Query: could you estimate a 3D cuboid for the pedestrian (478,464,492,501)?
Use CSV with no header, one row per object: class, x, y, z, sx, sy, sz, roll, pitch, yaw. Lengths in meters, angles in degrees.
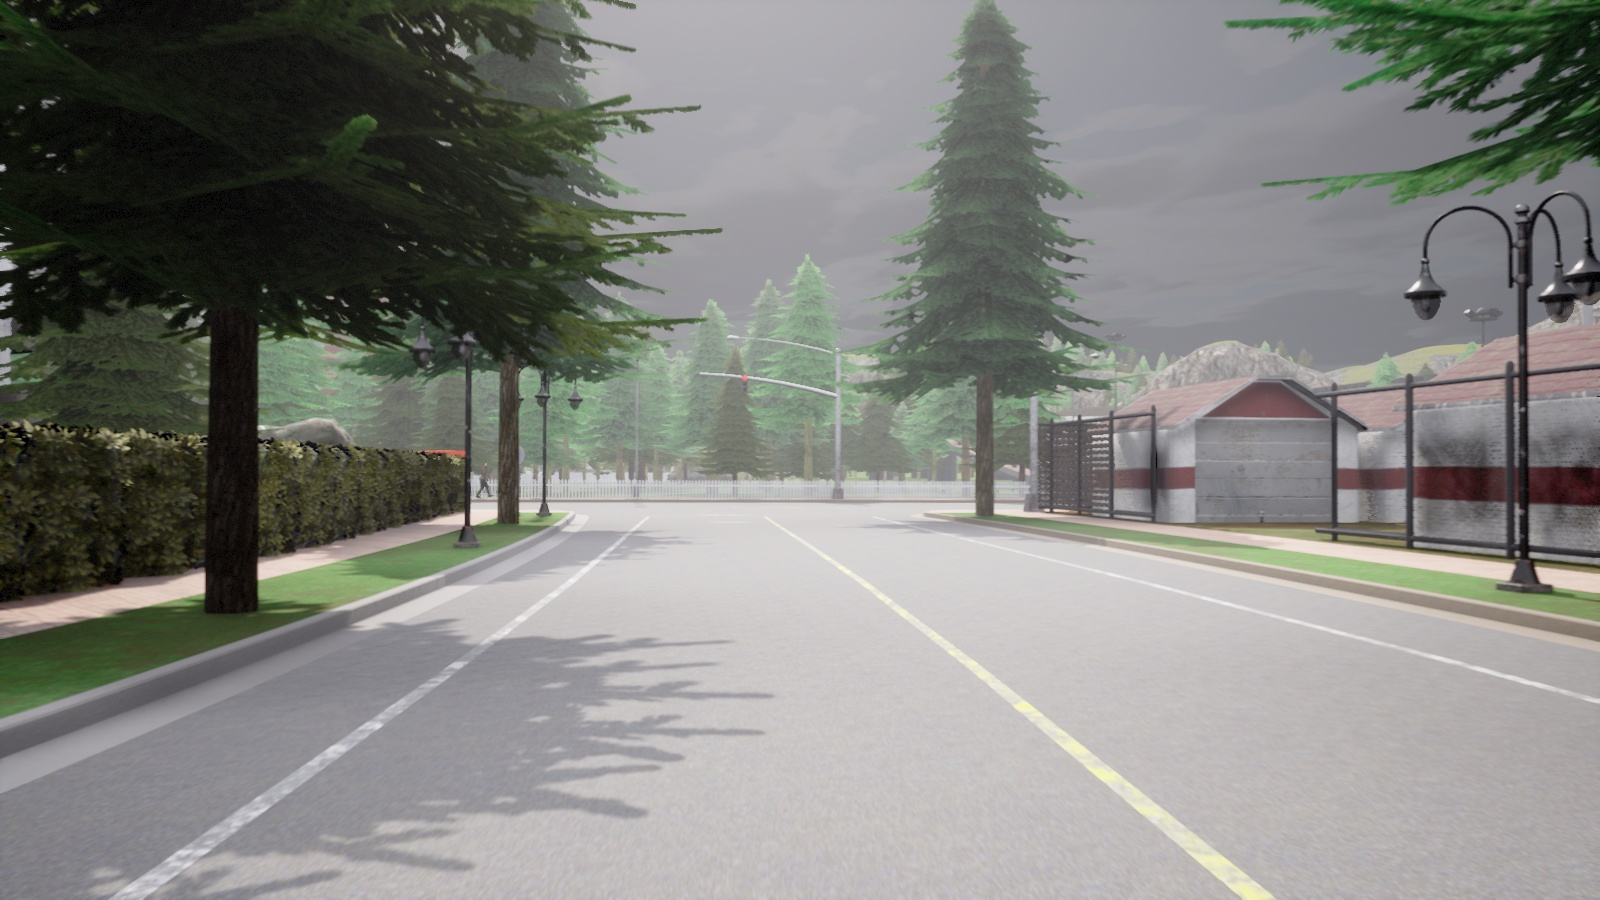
pedestrian,-15.798,1.634,63.032,0.634,1.846,0.331,0,-1,-6
